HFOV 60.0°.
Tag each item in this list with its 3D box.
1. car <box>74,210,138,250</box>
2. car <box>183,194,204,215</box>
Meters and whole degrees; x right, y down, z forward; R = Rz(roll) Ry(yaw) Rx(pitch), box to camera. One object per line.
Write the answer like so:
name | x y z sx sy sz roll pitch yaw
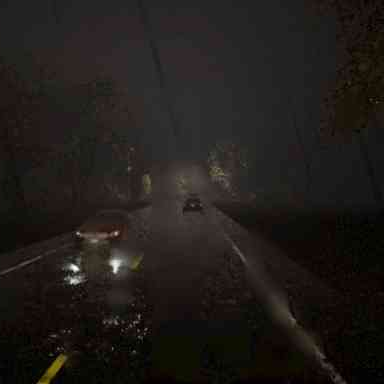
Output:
car | -3.537 1.531 14.448 1.812 1.442 4.674 0 0 1
car | 0.099 1.365 34.721 2.097 1.767 4.553 0 0 0
